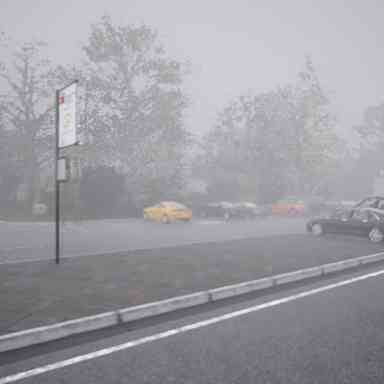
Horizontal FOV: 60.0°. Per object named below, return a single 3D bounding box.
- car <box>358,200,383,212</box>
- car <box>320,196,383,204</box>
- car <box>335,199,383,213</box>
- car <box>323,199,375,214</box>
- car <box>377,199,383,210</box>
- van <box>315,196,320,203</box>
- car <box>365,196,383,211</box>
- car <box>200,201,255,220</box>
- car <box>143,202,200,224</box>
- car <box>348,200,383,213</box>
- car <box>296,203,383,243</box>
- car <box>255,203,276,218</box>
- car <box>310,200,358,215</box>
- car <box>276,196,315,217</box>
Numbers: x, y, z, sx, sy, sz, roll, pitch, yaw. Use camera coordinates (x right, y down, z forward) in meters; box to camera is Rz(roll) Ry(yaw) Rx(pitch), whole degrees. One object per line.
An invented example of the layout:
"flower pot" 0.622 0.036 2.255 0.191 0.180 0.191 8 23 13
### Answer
"car" 25.202 1.826 44.604 2.163 1.488 4.792 1 0 -36
"car" 10.161 1.262 17.746 2.435 2.045 5.566 1 0 -36
"car" 20.696 1.734 41.331 2.097 1.535 5.008 1 0 -36
"car" 18.536 1.700 39.561 1.946 1.575 5.366 1 0 -36
"car" 29.747 1.864 47.823 2.097 1.535 5.008 1 -1 -36
"van" 11.569 1.384 34.941 1.878 1.987 4.442 1 0 -36
"car" 27.499 1.578 46.182 2.435 2.045 5.566 1 0 -36
"car" 2.574 1.513 28.372 2.097 1.535 5.008 0 0 -36
"car" -1.951 1.485 25.128 2.097 1.535 5.008 0 0 -36
"car" 22.972 1.795 42.934 2.163 1.488 4.792 1 0 -36
"car" 7.900 1.498 16.089 2.231 1.521 4.892 0 0 -36
"car" 4.843 1.574 29.990 2.002 1.452 4.674 1 0 -36
"car" 16.166 1.712 38.087 2.002 1.452 4.674 1 0 -36
"car" 9.393 1.457 33.202 2.185 1.767 4.553 1 0 -36
